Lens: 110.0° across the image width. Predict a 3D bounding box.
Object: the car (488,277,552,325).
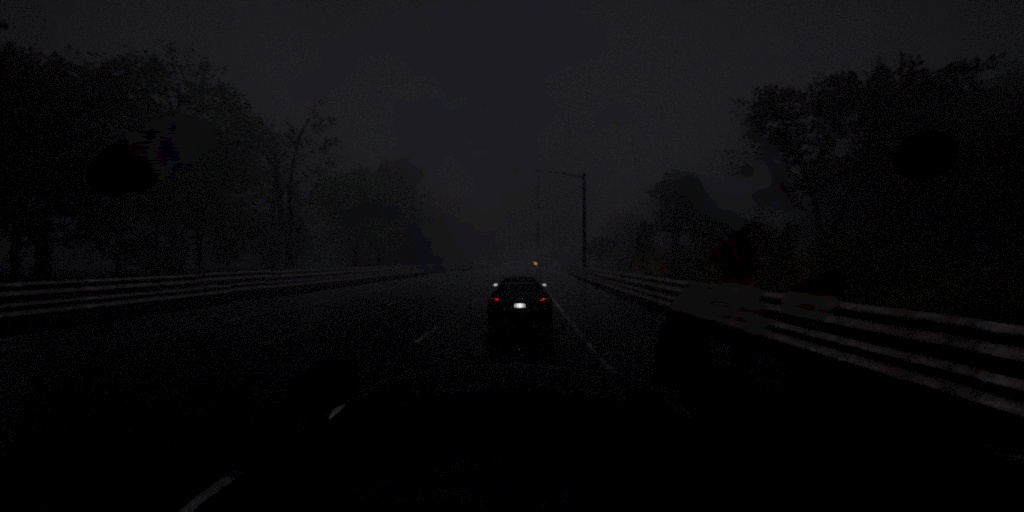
[{"bbox_3d":[0.274,1.412,12.315,1.994,1.385,4.181,0,0,1],"label":"car"}]
